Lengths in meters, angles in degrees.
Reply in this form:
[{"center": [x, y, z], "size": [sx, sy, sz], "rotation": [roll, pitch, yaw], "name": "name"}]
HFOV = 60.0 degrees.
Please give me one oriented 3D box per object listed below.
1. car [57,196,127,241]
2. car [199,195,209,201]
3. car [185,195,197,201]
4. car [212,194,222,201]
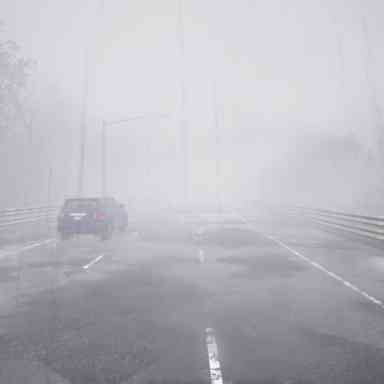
[{"center": [-4.841, 1.227, 16.902], "size": [2.150, 2.045, 5.566], "rotation": [0, 0, 1], "name": "car"}, {"center": [2.872, 1.675, 85.870], "size": [1.895, 1.301, 4.718], "rotation": [0, 0, 6], "name": "car"}, {"center": [-0.657, 1.620, 85.767], "size": [2.033, 1.411, 5.357], "rotation": [0, 0, 6], "name": "car"}, {"center": [6.431, 1.436, 86.264], "size": [2.097, 1.767, 4.553], "rotation": [0, 0, 6], "name": "car"}]
